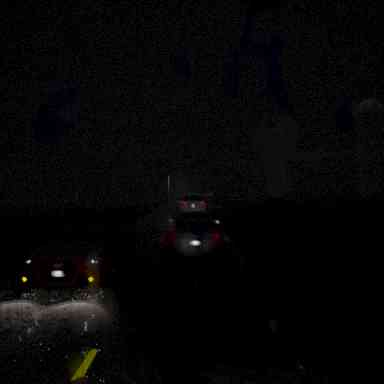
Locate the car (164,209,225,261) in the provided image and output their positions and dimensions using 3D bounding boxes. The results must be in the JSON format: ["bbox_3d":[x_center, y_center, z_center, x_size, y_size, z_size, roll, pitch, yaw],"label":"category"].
[{"bbox_3d":[0.093,1.520,12.128,1.994,1.385,4.181,0,0,0],"label":"car"}]

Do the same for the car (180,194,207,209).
[{"bbox_3d":[0.098,1.154,29.183,2.150,2.045,5.566,0,0,0],"label":"car"}]

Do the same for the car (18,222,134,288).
[{"bbox_3d":[-2.850,1.529,9.036,1.994,1.385,4.181,0,0,0],"label":"car"}]
